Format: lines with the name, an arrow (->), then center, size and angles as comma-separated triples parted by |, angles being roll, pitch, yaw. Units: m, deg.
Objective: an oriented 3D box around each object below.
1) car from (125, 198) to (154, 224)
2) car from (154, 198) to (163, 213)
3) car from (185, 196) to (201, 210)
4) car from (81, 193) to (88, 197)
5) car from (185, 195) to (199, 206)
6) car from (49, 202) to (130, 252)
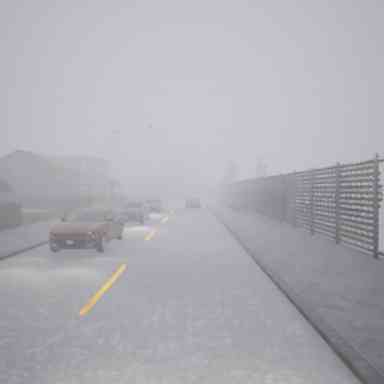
car -> -4.085, 1.359, 23.363 | 1.837, 1.490, 4.892 | 0, 0, 0
car -> -4.048, 1.337, 33.819 | 2.033, 1.411, 5.357 | 0, 0, 0
car -> 0.116, 1.306, 38.866 | 2.033, 1.411, 5.357 | 0, 0, -1
car -> -17.263, 0.829, 49.080 | 3.633, 1.501, 1.845 | 0, 0, 0
car -> 0.014, 1.240, 49.494 | 2.033, 1.411, 5.357 | 0, 0, 0
car -> -4.095, 1.392, 13.645 | 1.882, 1.535, 5.008 | 0, 0, 0
